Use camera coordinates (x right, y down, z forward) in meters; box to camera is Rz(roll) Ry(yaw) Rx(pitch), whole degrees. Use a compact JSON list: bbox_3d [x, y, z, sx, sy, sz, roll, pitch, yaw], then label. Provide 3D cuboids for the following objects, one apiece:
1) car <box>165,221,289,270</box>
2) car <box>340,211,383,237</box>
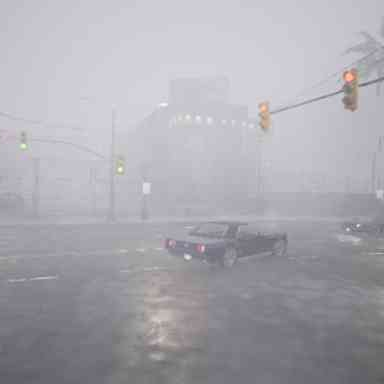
[{"bbox_3d":[1.420,1.643,11.326,1.895,1.301,4.718,1,0,44],"label":"car"},{"bbox_3d":[11.565,1.819,19.604,5.357,1.411,2.033,1,0,-11],"label":"car"}]
